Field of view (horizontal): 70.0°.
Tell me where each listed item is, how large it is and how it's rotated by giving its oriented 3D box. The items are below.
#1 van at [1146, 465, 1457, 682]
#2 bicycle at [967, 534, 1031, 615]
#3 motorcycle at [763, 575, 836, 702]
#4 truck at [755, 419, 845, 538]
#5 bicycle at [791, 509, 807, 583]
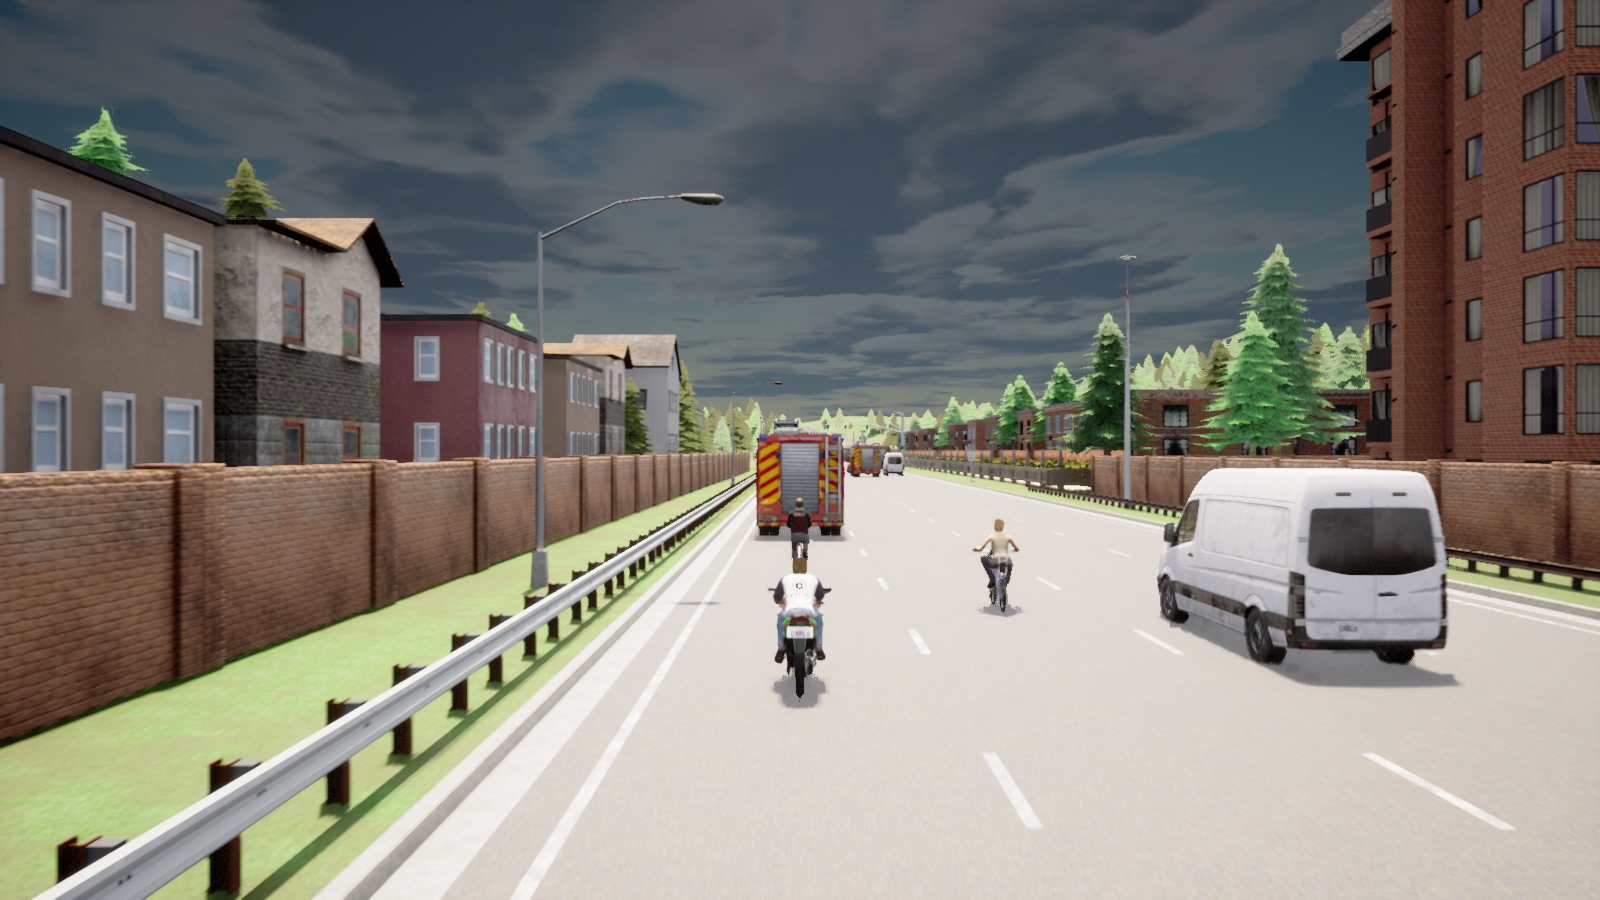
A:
[{"bbox_3d":[6.996,1.545,16.849,1.988,2.561,5.915,0,0,0],"label":"van"},{"bbox_3d":[3.498,2.170,20.196,0.859,1.277,1.487,0,0,0],"label":"bicycle"},{"bbox_3d":[-0.003,2.194,13.637,0.803,1.199,2.033,0,0,0],"label":"motorcycle"},{"bbox_3d":[-0.010,0.914,40.961,2.891,3.827,8.468,0,0,0],"label":"truck"},{"bbox_3d":[-0.017,2.075,25.172,0.329,1.471,1.835,0,0,0],"label":"bicycle"}]
